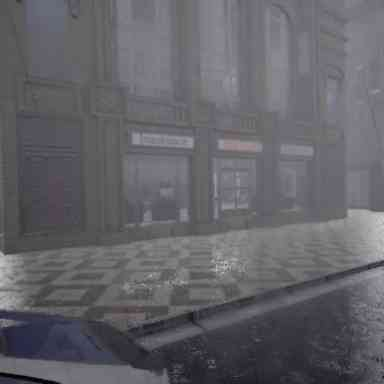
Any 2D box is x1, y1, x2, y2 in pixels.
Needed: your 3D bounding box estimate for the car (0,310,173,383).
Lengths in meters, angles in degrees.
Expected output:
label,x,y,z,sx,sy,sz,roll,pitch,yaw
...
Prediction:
label,x,y,z,sx,sy,sz,roll,pitch,yaw
car,-2.104,1.572,1.880,4.181,1.385,1.994,-1,0,-36
